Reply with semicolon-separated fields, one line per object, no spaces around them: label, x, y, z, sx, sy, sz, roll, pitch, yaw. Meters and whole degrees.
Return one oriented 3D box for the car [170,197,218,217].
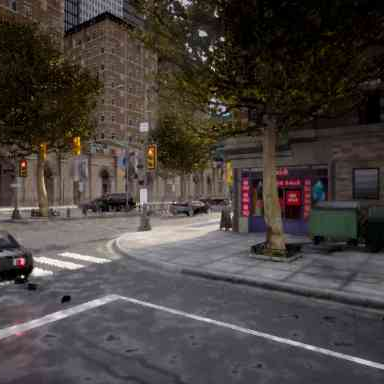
car;0.011;1.492;31.070;2.128;1.511;4.902;0;0;36

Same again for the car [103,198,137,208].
car;-10.277;1.595;47.932;1.895;1.301;4.718;0;0;36

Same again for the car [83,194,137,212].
car;-9.154;1.221;38.117;2.150;2.045;5.566;0;0;36

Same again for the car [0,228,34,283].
car;-5.760;1.602;8.763;1.895;1.301;4.718;0;0;-40

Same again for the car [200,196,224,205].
car;3.496;1.477;55.627;1.882;1.535;5.008;0;0;36

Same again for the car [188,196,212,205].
car;1.466;1.525;58.783;1.812;1.442;4.674;0;0;36

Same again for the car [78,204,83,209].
car;-11.333;1.547;41.078;2.033;1.411;5.357;0;0;36
